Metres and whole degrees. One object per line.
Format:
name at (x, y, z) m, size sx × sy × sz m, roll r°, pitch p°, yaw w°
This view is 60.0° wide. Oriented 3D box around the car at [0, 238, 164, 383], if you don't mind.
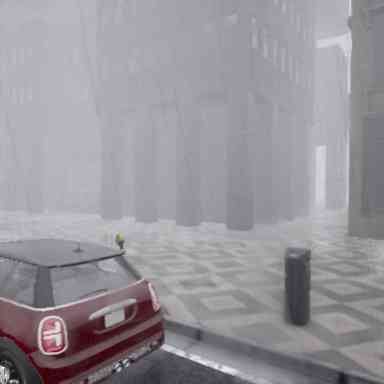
car at (-2.433, 1.403, 4.815) m, size 4.097 × 1.590 × 1.967 m, roll 1°, pitch 1°, yaw 36°
